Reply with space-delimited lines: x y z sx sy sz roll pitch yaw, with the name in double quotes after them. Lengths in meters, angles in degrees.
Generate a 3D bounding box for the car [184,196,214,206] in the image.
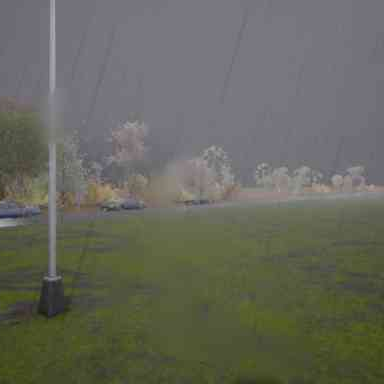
1.051 1.254 45.787 1.895 1.301 4.718 0 1 37 "car"

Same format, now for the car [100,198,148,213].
-6.994 1.320 34.841 2.033 1.411 5.357 0 1 36 "car"

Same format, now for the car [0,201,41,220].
-14.228 1.423 24.973 2.033 1.411 5.357 0 1 36 "car"
